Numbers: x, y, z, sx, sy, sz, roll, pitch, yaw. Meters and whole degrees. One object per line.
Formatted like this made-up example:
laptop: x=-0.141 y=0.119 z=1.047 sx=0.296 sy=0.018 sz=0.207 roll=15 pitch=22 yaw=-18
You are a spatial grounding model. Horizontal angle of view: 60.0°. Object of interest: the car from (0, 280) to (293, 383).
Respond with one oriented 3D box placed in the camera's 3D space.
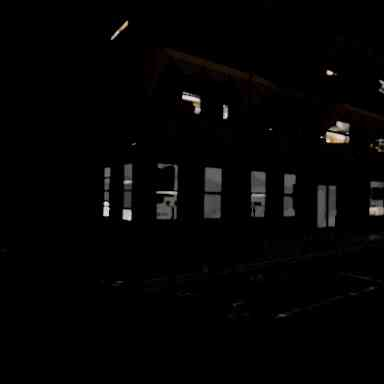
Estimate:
car: x=-1.188 y=1.537 z=2.507 sx=4.674 sy=1.442 sz=1.812 roll=1 pitch=-1 yaw=-35
